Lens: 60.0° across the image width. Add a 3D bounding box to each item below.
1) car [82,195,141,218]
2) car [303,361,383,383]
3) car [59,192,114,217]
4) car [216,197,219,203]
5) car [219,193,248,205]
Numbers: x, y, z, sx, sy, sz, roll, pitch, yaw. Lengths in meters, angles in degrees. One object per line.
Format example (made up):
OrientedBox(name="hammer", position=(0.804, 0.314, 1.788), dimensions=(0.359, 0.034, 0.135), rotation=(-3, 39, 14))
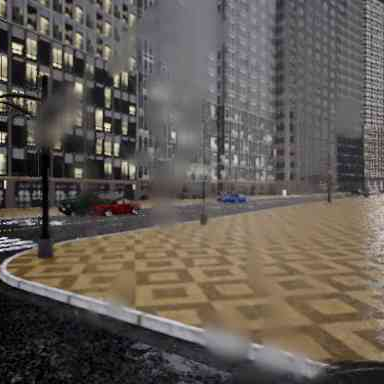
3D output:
OrientedBox(name="car", position=(-6.585, 1.317, 28.644), dimensions=(1.882, 1.535, 5.008), rotation=(0, 1, 34))
OrientedBox(name="car", position=(2.396, 1.555, 1.317), dimensions=(4.313, 1.339, 1.947), rotation=(-1, 0, 35))
OrientedBox(name="car", position=(-9.313, 1.061, 30.413), dimensions=(2.150, 2.045, 5.566), rotation=(0, 1, 34))
OrientedBox(name="car", position=(5.785, 0.964, 52.399), dimensions=(2.033, 1.411, 5.357), rotation=(0, 1, 35))
OrientedBox(name="car", position=(6.240, 0.958, 47.362), dimensions=(1.882, 1.535, 5.008), rotation=(0, 1, 35))
